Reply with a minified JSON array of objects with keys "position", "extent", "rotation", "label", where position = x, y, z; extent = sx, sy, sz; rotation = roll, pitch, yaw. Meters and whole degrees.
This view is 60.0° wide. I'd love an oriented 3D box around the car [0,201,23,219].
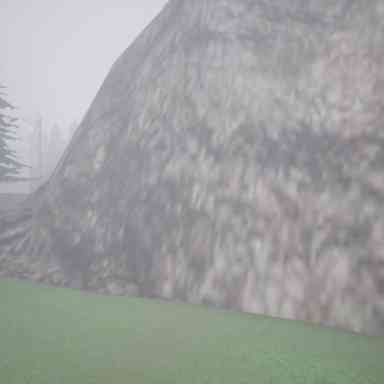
[{"position":[-16.156,1.491,26.671],"extent":[2.128,1.511,4.902],"rotation":[0,0,29],"label":"car"}]
